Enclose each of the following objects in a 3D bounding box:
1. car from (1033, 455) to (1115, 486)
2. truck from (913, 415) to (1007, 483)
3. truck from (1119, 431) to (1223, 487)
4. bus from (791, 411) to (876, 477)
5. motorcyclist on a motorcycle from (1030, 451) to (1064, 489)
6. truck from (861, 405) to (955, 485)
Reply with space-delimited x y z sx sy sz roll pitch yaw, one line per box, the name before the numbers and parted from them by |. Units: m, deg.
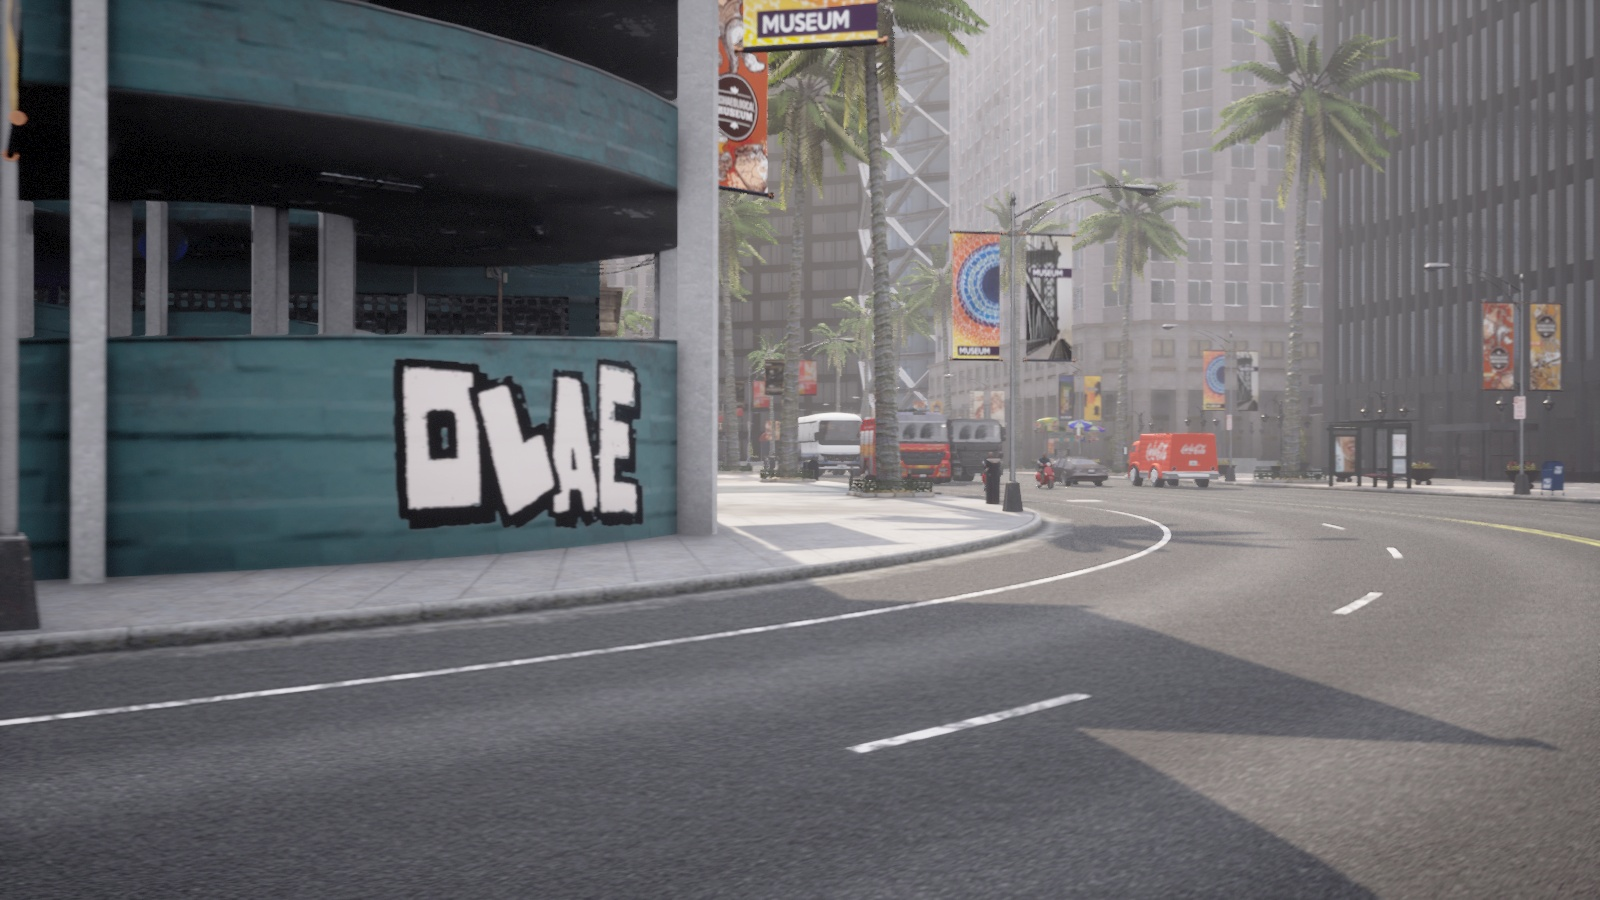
car | 13.100 0.952 60.418 2.033 1.411 5.357 0 0 -9
truck | 8.467 -0.042 67.424 2.891 3.462 7.936 0 0 -9
truck | 17.023 0.400 57.957 2.627 2.467 5.204 0 0 -9
bus | 2.125 -0.362 85.427 3.944 4.253 10.273 0 0 -9
motorcyclist on a motorcycle | 10.562 0.844 53.782 0.866 1.590 1.817 0 0 -9
truck | 5.390 -0.226 64.426 2.891 3.827 8.468 0 0 -9
